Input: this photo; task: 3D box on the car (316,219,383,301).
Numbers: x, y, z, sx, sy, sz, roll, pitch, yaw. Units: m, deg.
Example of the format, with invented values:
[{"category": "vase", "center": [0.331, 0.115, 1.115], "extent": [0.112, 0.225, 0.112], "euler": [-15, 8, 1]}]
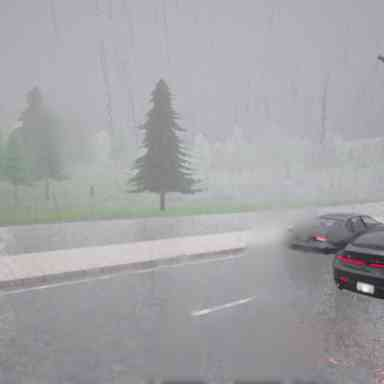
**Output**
[{"category": "car", "center": [5.078, 1.456, 7.369], "extent": [4.892, 1.490, 1.837], "euler": [0, 0, -35]}]

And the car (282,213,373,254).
[{"category": "car", "center": [5.602, 1.480, 12.041], "extent": [5.357, 1.411, 2.033], "euler": [0, 0, -35]}]
